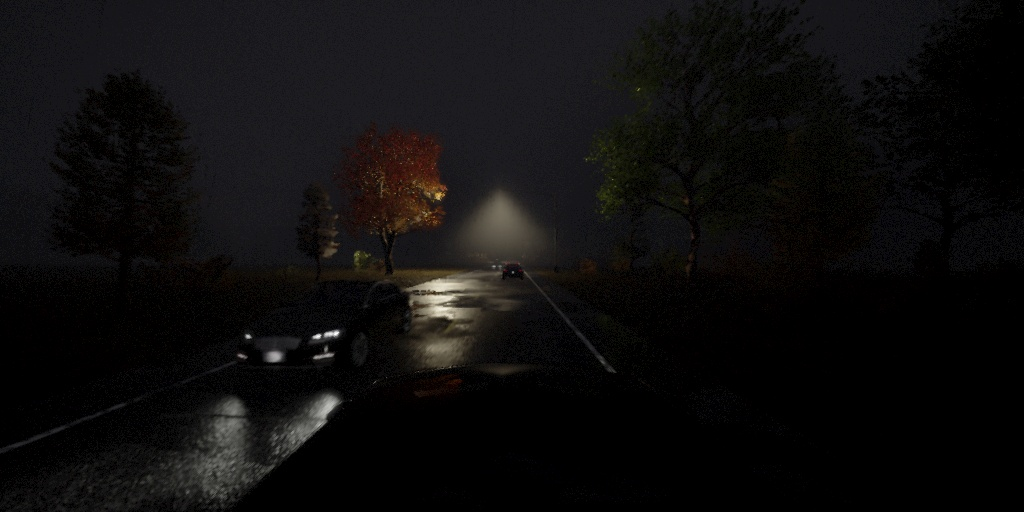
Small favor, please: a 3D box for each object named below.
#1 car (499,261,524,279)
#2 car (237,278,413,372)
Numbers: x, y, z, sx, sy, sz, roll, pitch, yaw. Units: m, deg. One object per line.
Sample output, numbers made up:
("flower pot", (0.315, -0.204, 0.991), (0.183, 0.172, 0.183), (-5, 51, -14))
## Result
("car", (0.089, 1.433, 34.021), (1.994, 1.385, 4.181), (0, 0, 0))
("car", (-3.598, 1.265, 7.876), (2.128, 1.511, 4.902), (0, 0, 0))
